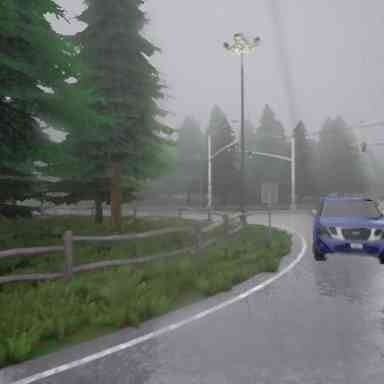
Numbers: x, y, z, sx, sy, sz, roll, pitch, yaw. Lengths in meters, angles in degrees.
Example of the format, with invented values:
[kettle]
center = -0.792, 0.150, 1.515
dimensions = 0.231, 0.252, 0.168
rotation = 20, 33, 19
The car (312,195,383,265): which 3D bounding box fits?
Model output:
[car]
center = 5.563, 1.172, 11.969
dimensions = 2.150, 2.045, 5.566
rotation = 0, 0, 20
